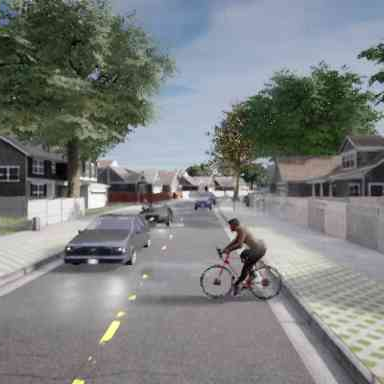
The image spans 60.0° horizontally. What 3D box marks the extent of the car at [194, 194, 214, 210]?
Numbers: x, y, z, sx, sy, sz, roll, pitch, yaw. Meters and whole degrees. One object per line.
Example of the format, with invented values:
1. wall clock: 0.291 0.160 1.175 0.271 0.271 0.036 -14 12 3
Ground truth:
1. car: 1.294 1.227 37.071 1.812 1.442 4.674 0 0 4

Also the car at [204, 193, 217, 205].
1. car: 2.502 0.950 49.008 2.097 1.767 4.553 0 1 7

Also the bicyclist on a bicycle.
1. bicyclist on a bicycle: 0.993 1.353 6.670 1.656 1.620 0.582 1 0 1

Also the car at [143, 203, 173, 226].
1. car: -2.311 1.392 21.696 1.994 1.385 4.181 0 0 1

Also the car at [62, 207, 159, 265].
1. car: -2.594 1.456 11.560 2.033 1.411 5.357 0 0 1

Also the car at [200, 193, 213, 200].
1. car: 2.979 0.979 68.678 1.994 1.385 4.181 0 0 12
